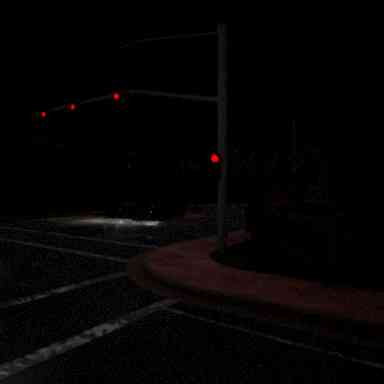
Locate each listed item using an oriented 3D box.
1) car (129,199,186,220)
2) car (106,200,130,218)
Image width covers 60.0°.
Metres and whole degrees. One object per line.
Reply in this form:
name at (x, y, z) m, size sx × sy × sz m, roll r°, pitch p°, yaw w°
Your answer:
car at (-2.541, 1.456, 27.819) m, size 1.882 × 1.535 × 5.008 m, roll 0°, pitch 0°, yaw 36°
car at (-5.390, 1.452, 29.853) m, size 1.882 × 1.535 × 5.008 m, roll 0°, pitch 0°, yaw 36°
